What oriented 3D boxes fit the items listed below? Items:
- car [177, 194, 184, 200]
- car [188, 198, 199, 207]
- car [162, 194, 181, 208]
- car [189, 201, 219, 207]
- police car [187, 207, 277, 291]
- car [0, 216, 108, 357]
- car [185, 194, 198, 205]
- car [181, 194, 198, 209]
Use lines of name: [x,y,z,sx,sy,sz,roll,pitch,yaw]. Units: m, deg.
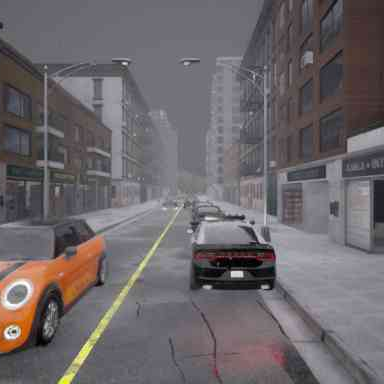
car: [-3.136,1.409,93.581,1.882,1.535,5.008,0,0,0]
car: [0.864,1.471,25.071,1.882,1.535,5.008,0,0,0]
car: [-3.167,1.325,48.747,2.097,1.767,4.553,0,0,0]
car: [0.873,1.501,19.071,1.837,1.490,4.892,0,0,0]
police car: [0.888,1.424,9.181,1.930,1.638,5.238,0,0,0]
car: [-3.108,1.351,6.300,2.097,1.767,4.553,0,0,0]
car: [-0.086,1.313,59.548,2.097,1.767,4.553,0,0,0]
car: [-0.054,1.328,45.961,2.097,1.767,4.553,0,0,0]
